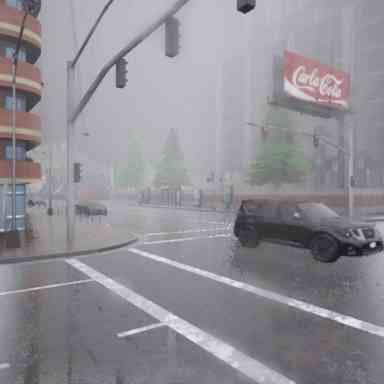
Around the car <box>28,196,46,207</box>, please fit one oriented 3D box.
[{"bbox_3d":[-23.507,1.396,50.360,1.812,1.442,4.674,0,0,-36],"label":"car"}]

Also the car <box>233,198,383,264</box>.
[{"bbox_3d":[3.935,1.267,12.438,2.150,2.045,5.566,0,0,-36],"label":"car"}]

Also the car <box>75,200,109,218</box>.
[{"bbox_3d":[-9.318,1.522,30.725,1.837,1.490,4.892,0,0,-36],"label":"car"}]
